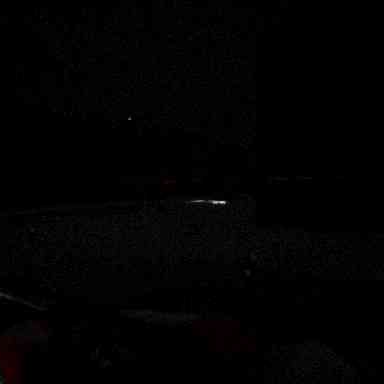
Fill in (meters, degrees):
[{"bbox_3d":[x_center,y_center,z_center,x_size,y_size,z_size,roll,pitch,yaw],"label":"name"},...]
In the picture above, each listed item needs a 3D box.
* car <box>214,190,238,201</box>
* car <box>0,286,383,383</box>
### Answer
[{"bbox_3d":[4.659,0.482,45.353,1.994,1.385,4.181,0,2,36],"label":"car"},{"bbox_3d":[-0.287,1.581,3.009,4.206,1.307,1.802,0,0,35],"label":"car"}]
